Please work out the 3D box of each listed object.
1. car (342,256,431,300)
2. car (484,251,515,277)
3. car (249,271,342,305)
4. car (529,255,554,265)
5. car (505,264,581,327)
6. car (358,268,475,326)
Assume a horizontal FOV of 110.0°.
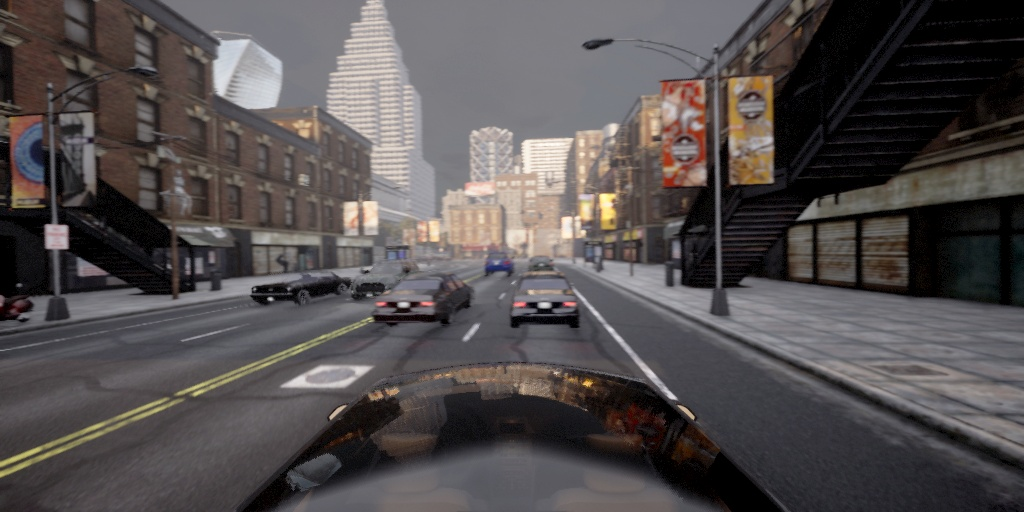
[{"bbox_3d":[-5.770,1.034,17.166,2.097,1.767,4.553,-1,1,5],"label":"car"},{"bbox_3d":[-0.991,0.641,30.767,2.150,2.045,5.566,-1,1,5],"label":"car"},{"bbox_3d":[-9.342,1.366,16.333,1.895,1.301,4.718,-1,1,5],"label":"car"},{"bbox_3d":[2.534,0.698,30.919,2.097,1.767,4.553,-1,1,5],"label":"car"},{"bbox_3d":[0.959,1.167,10.885,2.033,1.411,5.357,-1,1,5],"label":"car"},{"bbox_3d":[-2.507,1.231,11.453,2.033,1.411,5.357,-1,1,5],"label":"car"}]
